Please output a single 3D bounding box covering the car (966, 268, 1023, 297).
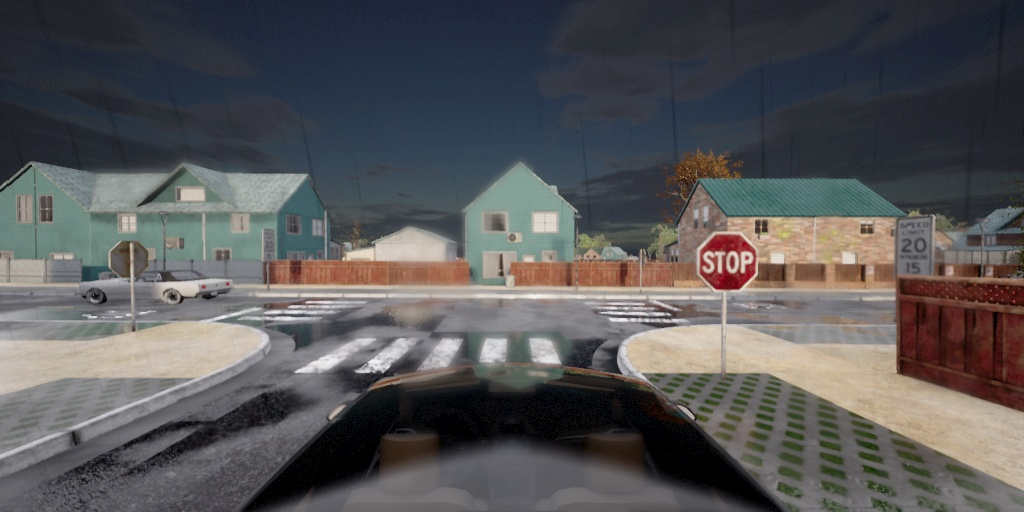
[{"bbox_3d":[22.274,1.259,15.054,4.553,1.767,2.097,0,1,-1],"label":"car"}]

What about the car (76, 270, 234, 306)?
[{"bbox_3d":[-14.262,1.217,14.474,4.718,1.301,1.895,0,1,-1],"label":"car"}]
